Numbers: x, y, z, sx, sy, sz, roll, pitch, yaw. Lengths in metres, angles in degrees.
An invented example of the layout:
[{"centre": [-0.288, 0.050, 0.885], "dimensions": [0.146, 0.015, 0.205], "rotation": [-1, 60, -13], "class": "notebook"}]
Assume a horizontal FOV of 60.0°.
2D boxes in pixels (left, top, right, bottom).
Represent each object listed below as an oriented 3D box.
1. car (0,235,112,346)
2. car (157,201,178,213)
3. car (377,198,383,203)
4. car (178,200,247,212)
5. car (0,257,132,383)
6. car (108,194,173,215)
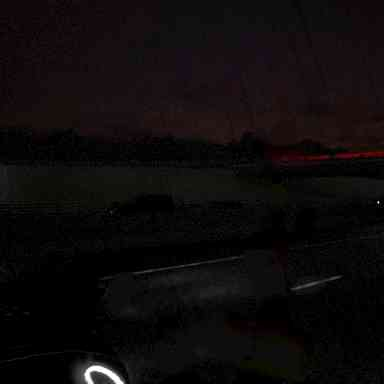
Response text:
[{"centre": [-3.887, 1.600, 5.273], "dimensions": [4.718, 1.301, 1.895], "rotation": [0, 0, -36], "class": "car"}, {"centre": [-0.134, 1.562, 25.400], "dimensions": [4.181, 1.385, 1.994], "rotation": [0, 0, -36], "class": "car"}, {"centre": [30.581, 1.479, 51.579], "dimensions": [4.892, 1.490, 1.837], "rotation": [0, 0, -35], "class": "car"}, {"centre": [1.695, 1.350, 22.405], "dimensions": [4.553, 1.767, 2.097], "rotation": [0, 0, -36], "class": "car"}, {"centre": [-2.582, 1.349, 1.904], "dimensions": [4.553, 1.767, 2.097], "rotation": [0, 0, -36], "class": "car"}, {"centre": [-3.931, 1.220, 26.990], "dimensions": [5.566, 2.045, 2.150], "rotation": [0, 0, -36], "class": "car"}]
